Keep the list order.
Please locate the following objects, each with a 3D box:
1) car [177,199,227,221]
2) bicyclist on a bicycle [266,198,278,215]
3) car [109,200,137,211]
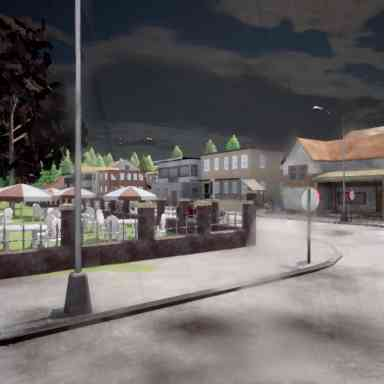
[{"bbox_3d":[0.734,1.351,26.549,2.097,1.767,4.553,0,0,-35],"label":"car"},{"bbox_3d":[7.565,1.349,31.435,1.656,1.620,0.582,0,0,-35],"label":"bicyclist on a bicycle"},{"bbox_3d":[-8.278,1.526,39.245,1.812,1.442,4.674,0,0,-35],"label":"car"}]
